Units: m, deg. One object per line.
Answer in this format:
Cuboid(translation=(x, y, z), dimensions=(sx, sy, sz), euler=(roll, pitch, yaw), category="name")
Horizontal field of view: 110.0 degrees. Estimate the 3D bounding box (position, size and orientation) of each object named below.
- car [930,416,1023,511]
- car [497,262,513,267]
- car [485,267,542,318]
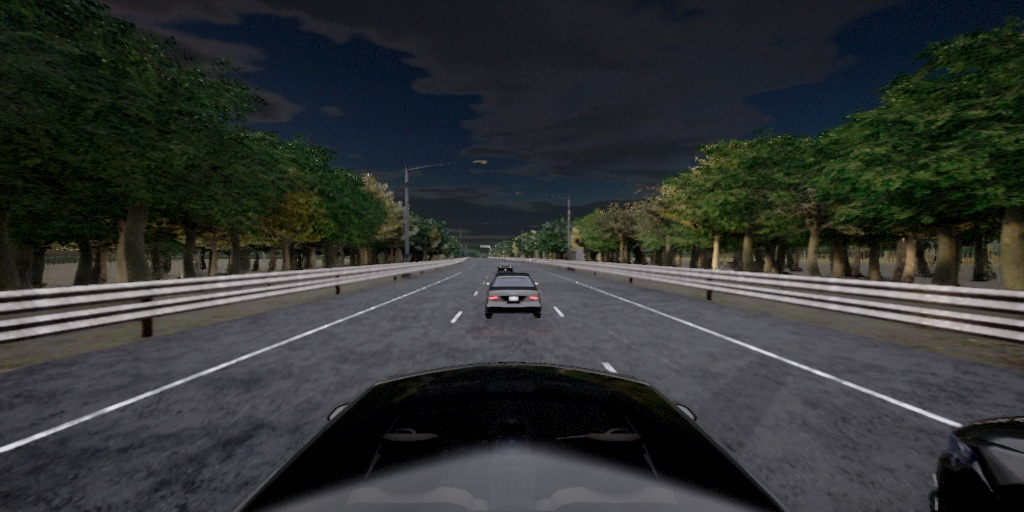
Cuboid(translation=(3.588, 1.240, 0.210), dimensions=(2.128, 1.511, 4.902), euler=(0, 0, 0), category="car")
Cuboid(translation=(-0.876, 1.352, 44.696), dimensions=(1.895, 1.301, 4.718), euler=(0, 0, -3), category="car")
Cuboid(translation=(0.017, 1.297, 13.019), dimensions=(2.033, 1.411, 5.357), euler=(0, 0, -1), category="car")
